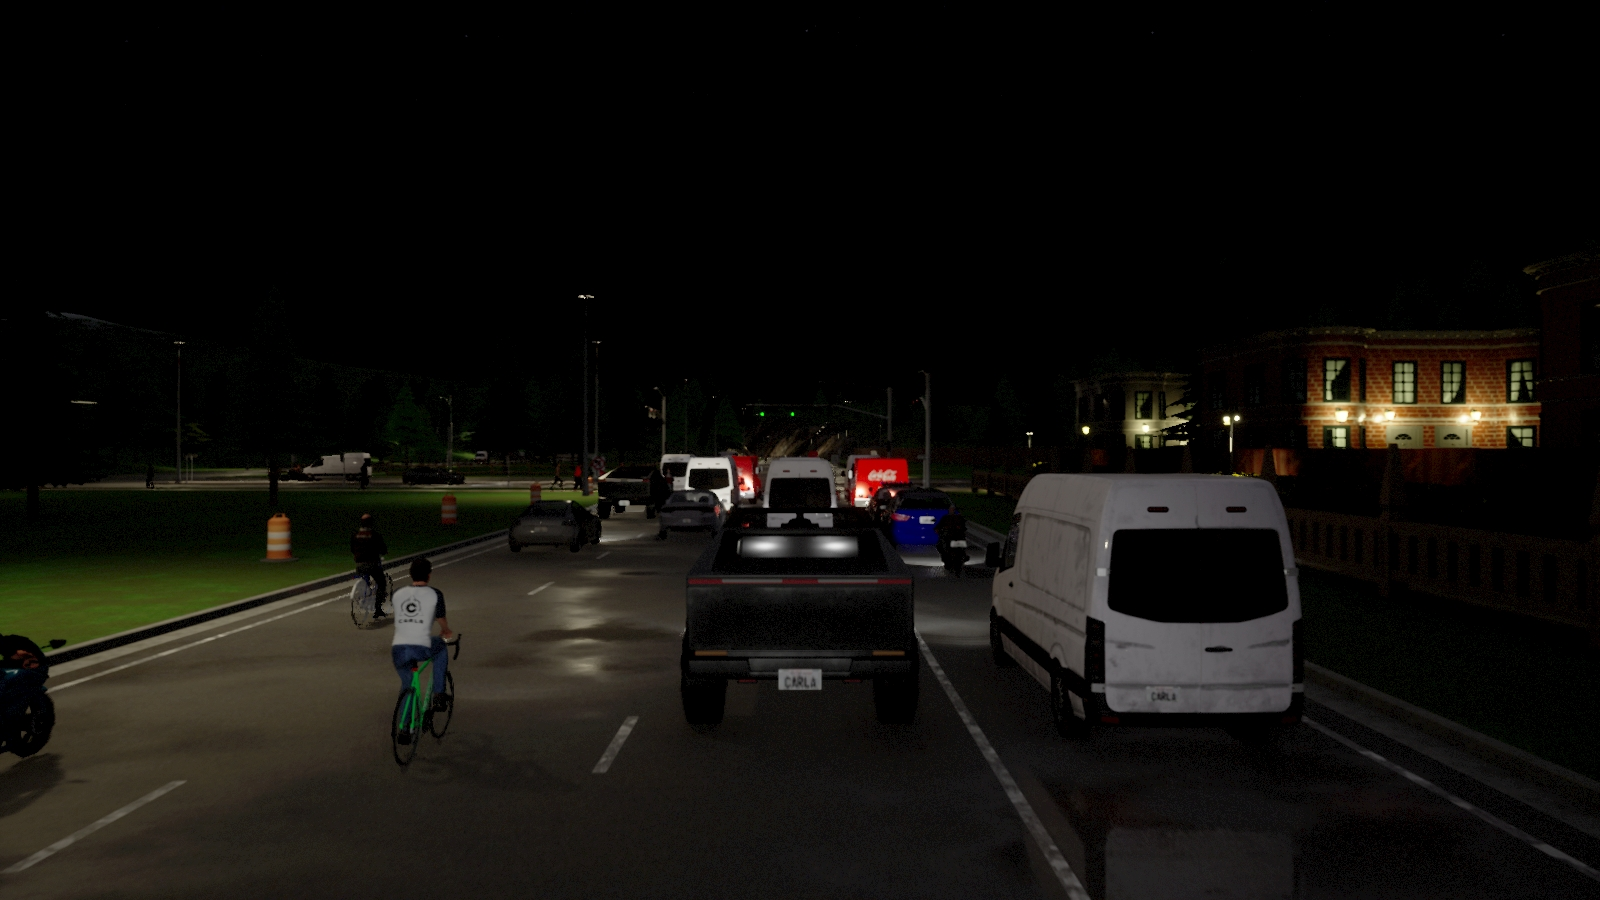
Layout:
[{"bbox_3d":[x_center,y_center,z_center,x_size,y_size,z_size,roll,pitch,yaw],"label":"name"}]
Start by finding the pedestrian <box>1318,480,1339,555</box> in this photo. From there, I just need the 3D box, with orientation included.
[{"bbox_3d":[13.375,1.700,28.909,0.375,1.860,0.375,0,0,1],"label":"pedestrian"}]

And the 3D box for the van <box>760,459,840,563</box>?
[{"bbox_3d":[-0.003,1.539,31.524,1.988,2.561,5.915,0,0,0],"label":"van"}]

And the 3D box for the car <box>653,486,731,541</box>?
[{"bbox_3d":[-3.494,2.039,37.788,2.097,1.535,5.006,0,0,0],"label":"car"}]

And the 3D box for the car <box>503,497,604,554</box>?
[{"bbox_3d":[-6.999,2.123,32.903,1.994,1.385,4.181,0,0,0],"label":"car"}]

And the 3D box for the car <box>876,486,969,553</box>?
[{"bbox_3d":[3.500,1.972,33.484,2.242,1.667,4.611,0,0,0],"label":"car"}]

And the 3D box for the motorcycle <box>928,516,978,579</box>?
[{"bbox_3d":[3.501,2.209,26.294,0.867,1.251,2.209,0,0,0],"label":"motorcycle"}]

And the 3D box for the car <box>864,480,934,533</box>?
[{"bbox_3d":[3.501,1.988,41.340,2.097,1.638,5.238,0,0,0],"label":"car"}]

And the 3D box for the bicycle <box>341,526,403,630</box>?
[{"bbox_3d":[-7.003,2.062,18.777,0.329,1.471,1.835,0,1,0],"label":"bicycle"}]

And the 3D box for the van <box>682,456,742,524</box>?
[{"bbox_3d":[-3.504,1.541,46.665,1.988,2.561,5.915,0,0,0],"label":"van"}]

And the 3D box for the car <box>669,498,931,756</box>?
[{"bbox_3d":[0.001,1.756,13.590,2.390,2.098,6.274,0,0,0],"label":"car"}]

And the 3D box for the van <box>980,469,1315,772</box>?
[{"bbox_3d":[3.497,1.536,12.914,1.988,2.561,5.915,0,0,0],"label":"van"}]

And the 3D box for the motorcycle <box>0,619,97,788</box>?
[{"bbox_3d":[-6.999,2.188,9.707,0.803,1.199,2.033,0,0,0],"label":"motorcycle"}]

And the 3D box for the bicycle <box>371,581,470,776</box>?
[{"bbox_3d":[-3.499,2.057,10.652,0.373,1.496,1.643,0,0,0],"label":"bicycle"}]
